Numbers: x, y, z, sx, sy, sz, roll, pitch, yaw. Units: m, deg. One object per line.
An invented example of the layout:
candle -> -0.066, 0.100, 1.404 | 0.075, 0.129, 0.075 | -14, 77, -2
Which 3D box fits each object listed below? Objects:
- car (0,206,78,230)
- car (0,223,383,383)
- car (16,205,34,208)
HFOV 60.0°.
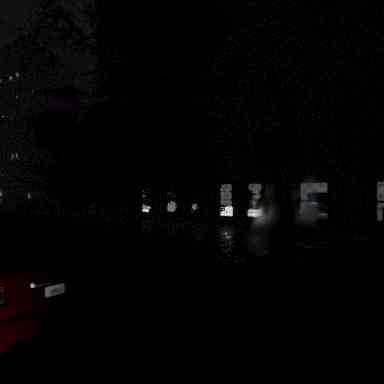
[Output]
car -> -3.627, 1.268, 5.473 | 5.009, 1.841, 2.192 | 1, 0, 36
car -> 0.899, 1.312, 2.245 | 5.009, 1.841, 2.192 | 1, 0, 36
car -> -17.748, 1.464, 37.836 | 1.967, 1.590, 4.097 | -1, -2, 35
